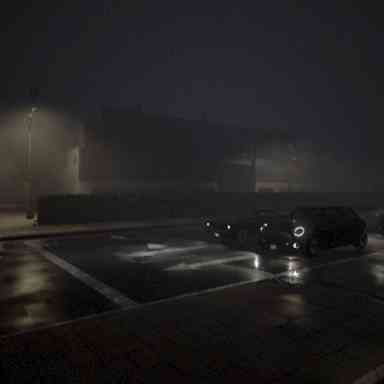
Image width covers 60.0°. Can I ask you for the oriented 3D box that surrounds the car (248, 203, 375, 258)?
[{"bbox_3d":[4.629,1.293,12.658,4.553,1.767,2.097,0,0,-34],"label":"car"}]

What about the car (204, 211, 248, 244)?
[{"bbox_3d":[2.909,1.540,15.714,4.718,1.301,1.895,0,0,-34],"label":"car"}]

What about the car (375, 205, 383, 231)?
[{"bbox_3d":[12.097,1.370,17.768,5.008,1.535,1.882,0,0,-35],"label":"car"}]
